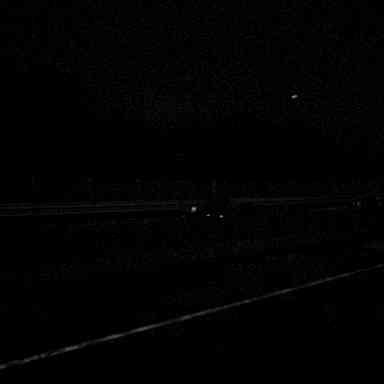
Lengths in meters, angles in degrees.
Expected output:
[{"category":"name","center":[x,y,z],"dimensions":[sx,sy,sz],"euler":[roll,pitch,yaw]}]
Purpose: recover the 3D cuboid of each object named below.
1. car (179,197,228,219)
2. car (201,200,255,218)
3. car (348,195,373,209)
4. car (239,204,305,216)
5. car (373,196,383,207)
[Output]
[{"category":"car","center":[1.239,1.275,26.206],"dimensions":[4.553,1.767,2.097],"euler":[0,0,-35]},{"category":"car","center":[3.570,1.469,23.572],"dimensions":[5.357,1.411,2.033],"euler":[0,0,-35]},{"category":"car","center":[20.316,1.168,39.107],"dimensions":[4.892,1.490,1.837],"euler":[-1,0,-33]},{"category":"car","center":[5.470,1.524,20.629],"dimensions":[4.718,1.301,1.895],"euler":[0,0,-35]},{"category":"car","center":[22.201,1.169,36.162],"dimensions":[4.892,1.490,1.837],"euler":[-1,1,-33]}]
